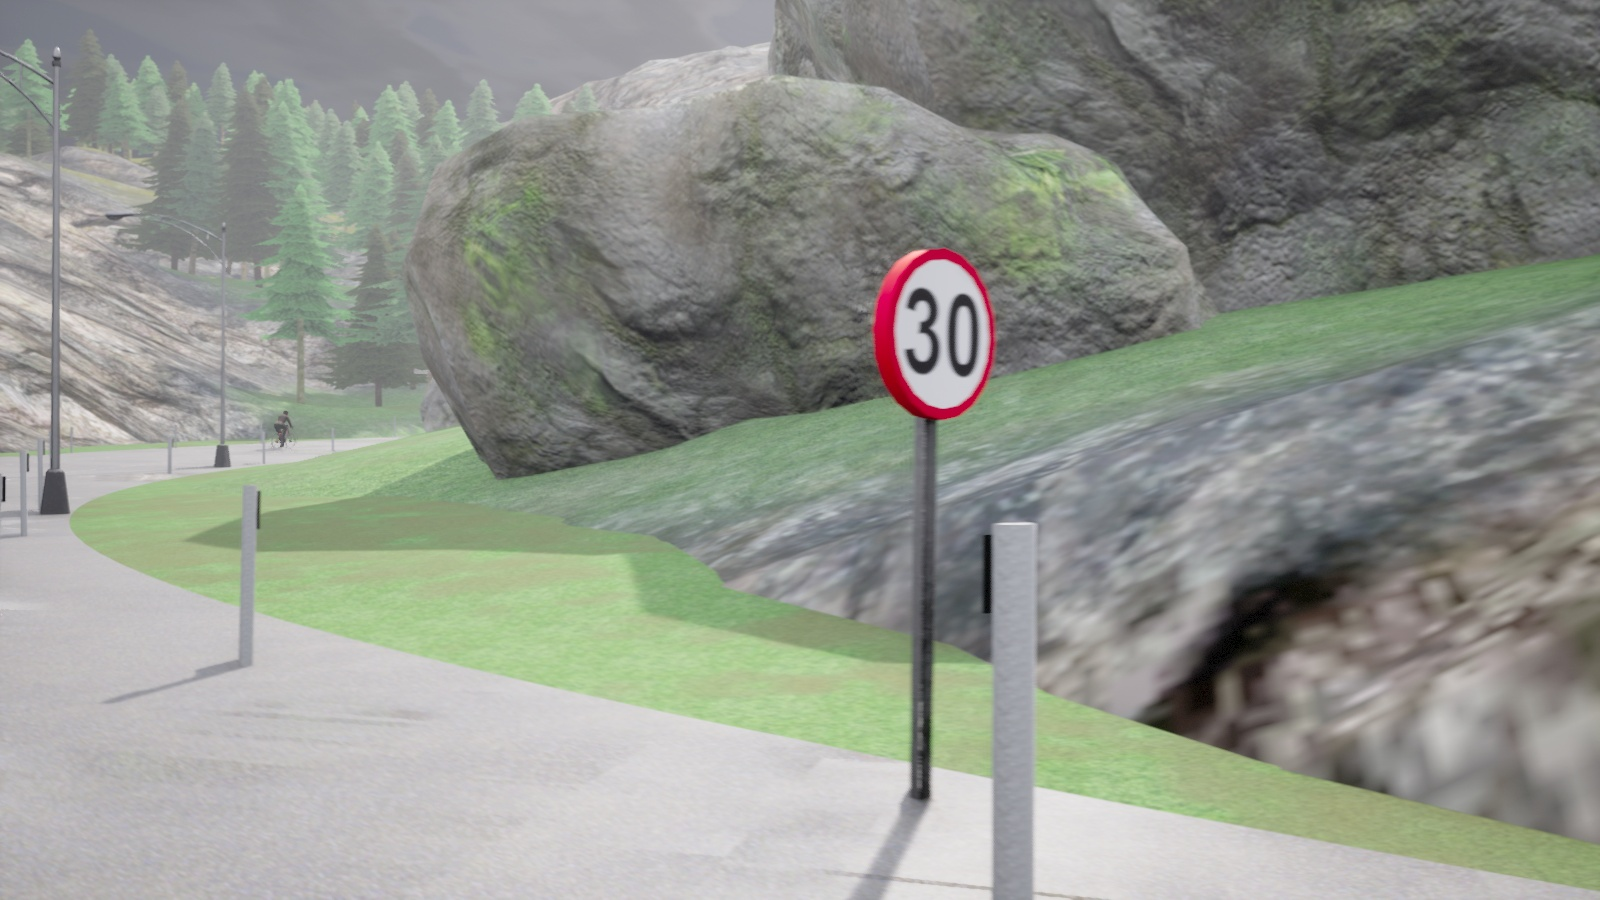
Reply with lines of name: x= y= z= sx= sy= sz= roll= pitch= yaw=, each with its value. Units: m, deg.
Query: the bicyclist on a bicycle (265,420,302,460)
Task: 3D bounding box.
bicyclist on a bicycle: x=-21.312 y=-0.420 z=51.830 sx=0.582 sy=1.620 sz=1.656 roll=0 pitch=2 yaw=11
